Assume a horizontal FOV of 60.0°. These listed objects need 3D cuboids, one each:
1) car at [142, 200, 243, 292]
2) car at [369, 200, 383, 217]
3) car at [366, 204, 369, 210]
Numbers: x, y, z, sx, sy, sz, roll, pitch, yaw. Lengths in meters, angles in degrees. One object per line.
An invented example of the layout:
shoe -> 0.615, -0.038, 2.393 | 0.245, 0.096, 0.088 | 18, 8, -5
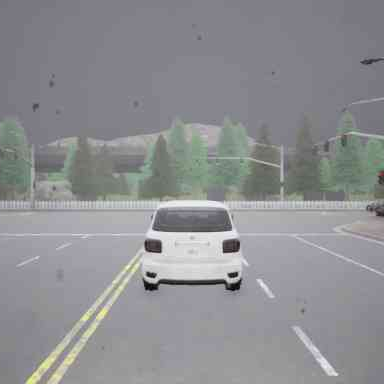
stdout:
car -> 0.010, 1.224, 9.087 | 2.150, 2.045, 5.566 | 0, 0, 0
car -> 18.270, 1.517, 28.925 | 4.181, 1.385, 1.994 | 0, 0, 0
car -> 21.213, 1.520, 36.109 | 4.181, 1.385, 1.994 | 0, 0, 0
